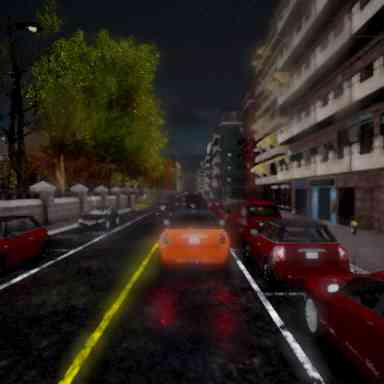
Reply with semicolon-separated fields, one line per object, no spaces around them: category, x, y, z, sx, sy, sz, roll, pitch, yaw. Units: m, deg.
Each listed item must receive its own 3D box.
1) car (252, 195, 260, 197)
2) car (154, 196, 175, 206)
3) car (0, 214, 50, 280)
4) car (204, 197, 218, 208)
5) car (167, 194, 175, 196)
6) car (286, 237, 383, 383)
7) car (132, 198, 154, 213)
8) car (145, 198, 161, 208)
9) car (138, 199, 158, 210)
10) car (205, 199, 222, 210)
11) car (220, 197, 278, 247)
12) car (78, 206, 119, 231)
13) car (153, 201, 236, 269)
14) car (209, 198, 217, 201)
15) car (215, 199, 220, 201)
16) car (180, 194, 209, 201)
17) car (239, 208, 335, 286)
car;14.638;1.653;75.797;5.009;1.841;2.192;1;-1;0
car;-3.085;1.509;37.784;2.128;1.511;4.902;0;0;0
car;-5.688;1.443;9.396;1.967;1.590;4.097;0;0;0
car;2.704;1.555;48.978;1.752;1.417;4.829;0;0;0
car;-5.666;1.407;92.376;2.192;1.841;5.009;0;0;0
car;2.691;1.546;3.765;1.887;1.381;4.507;0;0;0
car;-5.680;1.543;37.378;1.752;1.417;4.829;0;0;0
car;-5.677;1.554;48.639;1.752;1.417;4.829;0;0;0
car;-5.678;1.574;43.178;2.008;1.369;4.403;0;0;0
car;2.703;1.589;43.177;1.947;1.339;4.313;0;0;0
car;2.694;1.320;15.025;2.192;1.841;5.009;0;0;0
car;-5.684;1.558;20.657;2.008;1.369;4.403;0;0;0
car;0.076;1.356;11.258;2.097;1.767;4.553;0;0;0
car;2.700;1.458;37.546;1.967;1.590;4.097;0;0;0
car;2.696;1.447;20.656;1.967;1.590;4.097;0;0;0
car;0.098;1.231;28.939;2.150;2.045;5.566;0;0;0
car;2.693;1.443;9.395;1.967;1.590;4.097;0;0;0
